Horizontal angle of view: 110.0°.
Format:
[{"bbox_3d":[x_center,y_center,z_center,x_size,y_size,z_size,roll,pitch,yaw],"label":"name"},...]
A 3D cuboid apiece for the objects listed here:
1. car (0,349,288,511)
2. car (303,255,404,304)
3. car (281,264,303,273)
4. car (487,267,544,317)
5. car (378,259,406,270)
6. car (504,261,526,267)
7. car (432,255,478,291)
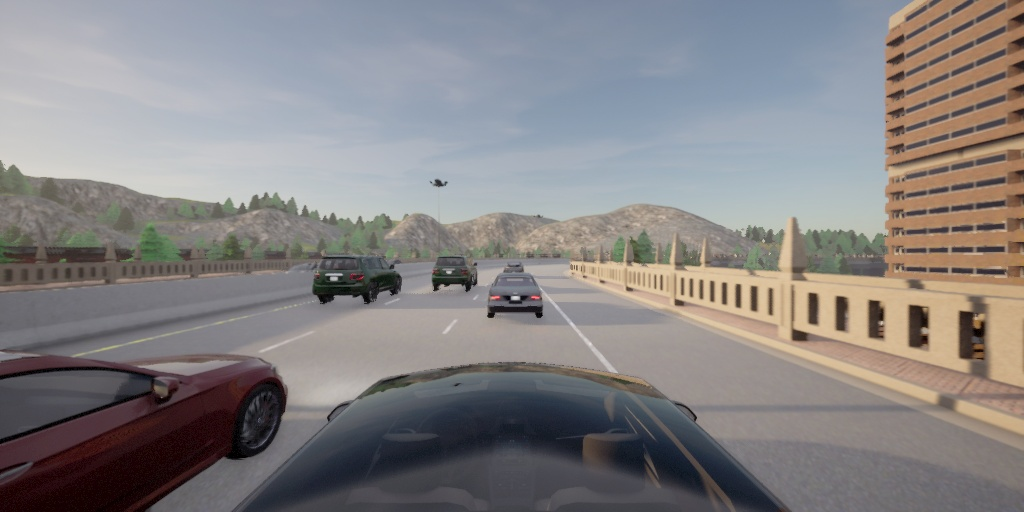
[{"bbox_3d":[-3.413,1.276,2.064,1.812,1.442,4.674,0,0,0],"label":"car"},{"bbox_3d":[-6.896,0.972,16.590,2.150,2.045,5.566,0,0,0],"label":"car"},{"bbox_3d":[-14.061,1.255,24.648,1.837,1.490,4.892,0,0,0],"label":"car"},{"bbox_3d":[0.104,1.298,13.143,2.033,1.411,5.357,0,0,0],"label":"car"},{"bbox_3d":[-18.310,1.262,54.822,1.837,1.490,4.892,0,0,13],"label":"car"},{"bbox_3d":[0.293,1.243,34.703,2.128,1.511,4.902,0,0,2],"label":"car"},{"bbox_3d":[-3.394,0.972,22.039,2.150,2.045,5.566,0,0,0],"label":"car"}]
